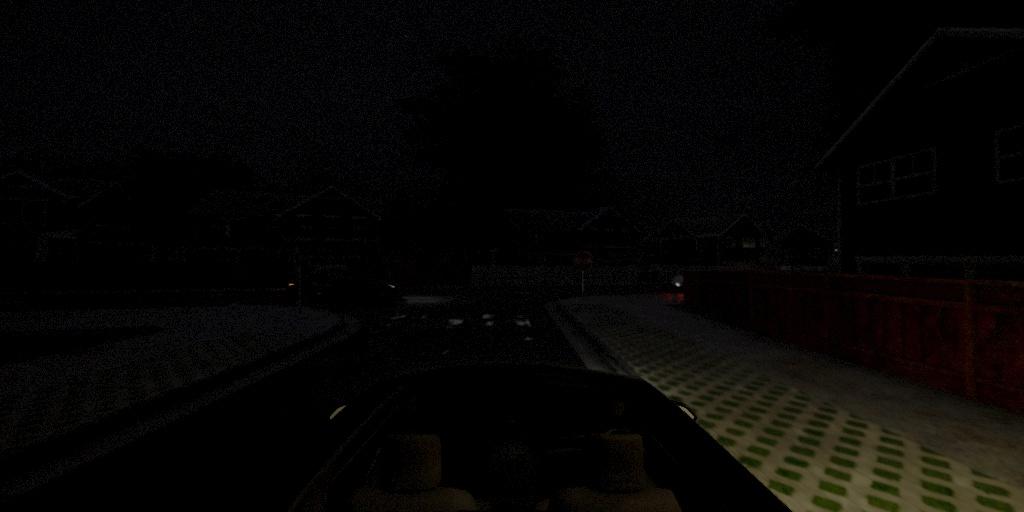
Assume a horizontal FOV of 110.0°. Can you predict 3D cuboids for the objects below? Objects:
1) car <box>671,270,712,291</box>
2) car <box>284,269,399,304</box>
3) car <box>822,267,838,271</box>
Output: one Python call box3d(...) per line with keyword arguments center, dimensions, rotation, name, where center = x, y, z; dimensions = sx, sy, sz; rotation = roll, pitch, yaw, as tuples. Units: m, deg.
box3d(center=(12.761, 1.625, 23.729), dimensions=(4.674, 1.442, 1.812), rotation=(1, -1, -20), name="car")
box3d(center=(-7.585, 1.334, 16.260), dimensions=(4.674, 1.442, 1.812), rotation=(1, -1, -20), name="car")
box3d(center=(26.885, 1.646, 28.914), dimensions=(4.553, 1.767, 2.097), rotation=(1, -1, -20), name="car")
